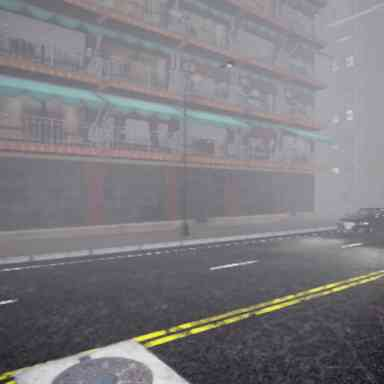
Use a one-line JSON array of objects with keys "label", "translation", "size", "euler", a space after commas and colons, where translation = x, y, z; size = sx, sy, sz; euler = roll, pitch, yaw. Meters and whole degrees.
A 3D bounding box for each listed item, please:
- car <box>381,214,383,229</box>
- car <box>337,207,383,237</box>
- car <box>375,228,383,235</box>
[{"label": "car", "translation": [11.340, 1.769, 16.106], "size": [4.718, 1.301, 1.895], "euler": [1, 0, -37]}, {"label": "car", "translation": [10.422, 1.674, 19.493], "size": [4.902, 1.511, 2.128], "euler": [1, 0, -37]}, {"label": "car", "translation": [6.684, 1.656, 8.337], "size": [4.181, 1.385, 1.994], "euler": [1, 0, -36]}]
